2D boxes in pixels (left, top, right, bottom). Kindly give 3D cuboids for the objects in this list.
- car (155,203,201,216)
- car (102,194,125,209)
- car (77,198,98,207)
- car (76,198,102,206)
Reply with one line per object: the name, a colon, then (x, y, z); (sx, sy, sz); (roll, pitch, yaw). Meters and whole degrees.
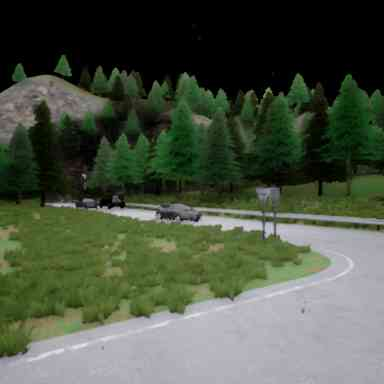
car: (-1.188, 1.644, 26.675); (1.837, 1.490, 4.892); (0, 0, -36)
car: (-11.370, 1.361, 47.161); (2.150, 2.045, 5.566); (0, 0, -35)
car: (-17.602, 1.740, 55.798); (1.895, 1.301, 4.718); (0, 0, -36)
car: (-14.304, 1.646, 45.085); (1.837, 1.490, 4.892); (0, -1, -35)
